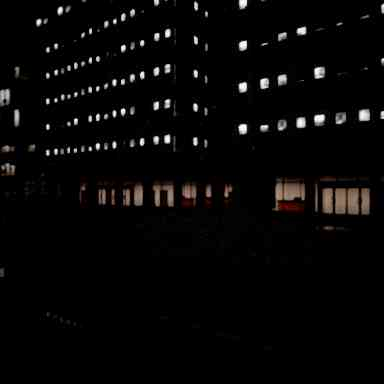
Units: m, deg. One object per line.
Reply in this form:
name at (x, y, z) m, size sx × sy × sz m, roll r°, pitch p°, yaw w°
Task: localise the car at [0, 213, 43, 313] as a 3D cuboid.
car at (-4.876, 1.300, 6.348) m, size 5.009 × 1.841 × 2.192 m, roll 0°, pitch 0°, yaw 36°
